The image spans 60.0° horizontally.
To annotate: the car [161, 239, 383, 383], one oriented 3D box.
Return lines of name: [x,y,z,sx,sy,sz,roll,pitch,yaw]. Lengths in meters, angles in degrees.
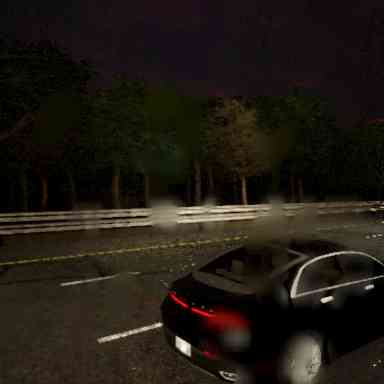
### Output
car: [1.874,1.507,5.205,4.892,1.490,1.837,0,0,-36]
